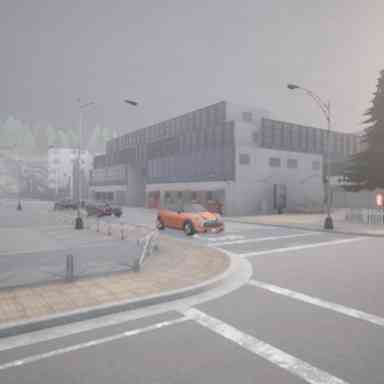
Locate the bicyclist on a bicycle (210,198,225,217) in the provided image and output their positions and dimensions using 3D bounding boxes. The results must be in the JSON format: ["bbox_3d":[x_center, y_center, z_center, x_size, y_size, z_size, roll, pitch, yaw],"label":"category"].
[{"bbox_3d":[2.181,1.364,28.591,1.656,1.620,0.582,0,0,-35],"label":"bicyclist on a bicycle"}]

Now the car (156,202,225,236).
[{"bbox_3d":[-0.171,1.383,18.895,2.097,1.767,4.553,0,0,-35],"label":"car"}]

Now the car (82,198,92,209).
[{"bbox_3d":[-14.855,1.596,46.313,2.033,1.411,5.357,0,0,-34],"label":"car"}]

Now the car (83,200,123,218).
[{"bbox_3d":[-7.975,1.633,30.074,1.895,1.301,4.718,0,0,-35],"label":"car"}]

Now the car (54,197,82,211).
[{"bbox_3d":[-15.498,1.633,40.897,1.895,1.301,4.718,0,0,-35],"label":"car"}]

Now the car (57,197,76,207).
[{"bbox_3d":[-20.571,1.554,54.422,1.837,1.490,4.892,0,0,-35],"label":"car"}]
